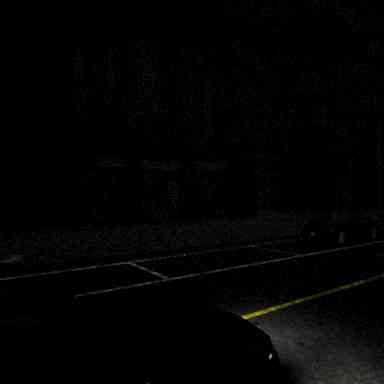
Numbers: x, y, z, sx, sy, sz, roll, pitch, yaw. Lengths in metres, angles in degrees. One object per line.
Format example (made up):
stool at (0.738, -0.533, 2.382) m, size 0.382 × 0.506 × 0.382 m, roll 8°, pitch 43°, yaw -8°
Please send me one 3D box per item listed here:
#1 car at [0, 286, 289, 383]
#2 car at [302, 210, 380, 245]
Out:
car at (-1.283, 1.525, 2.518) m, size 4.674 × 1.442 × 1.812 m, roll 0°, pitch 0°, yaw -35°
car at (6.996, 1.547, 15.505) m, size 4.507 × 1.381 × 1.887 m, roll 0°, pitch 0°, yaw -35°
